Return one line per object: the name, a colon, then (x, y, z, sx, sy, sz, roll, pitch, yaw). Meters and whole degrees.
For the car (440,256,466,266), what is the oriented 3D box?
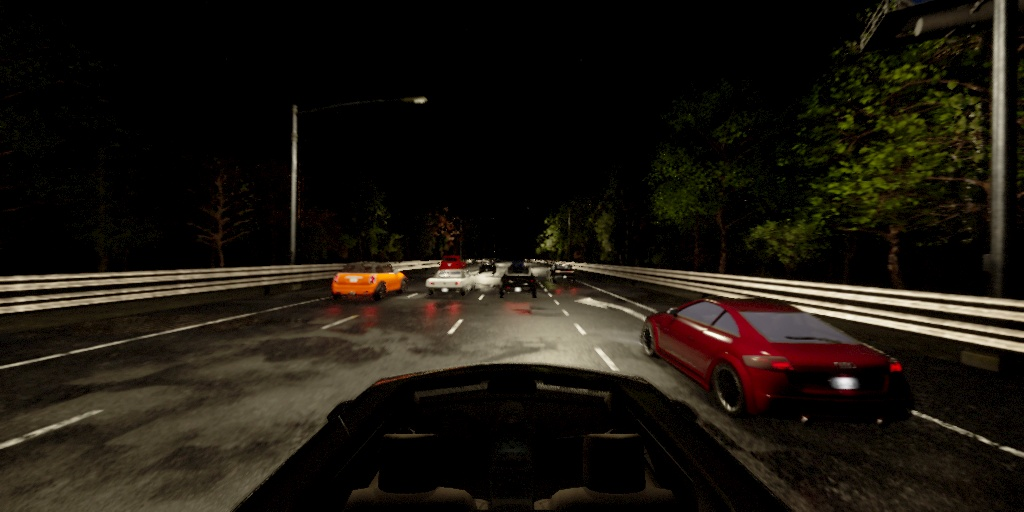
car: (-6.336, 1.023, 39.140, 2.150, 2.045, 5.566, 1, 0, 1)

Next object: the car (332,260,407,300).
car: (-6.699, 1.056, 17.410, 2.097, 1.767, 4.553, 1, 0, 1)

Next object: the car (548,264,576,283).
car: (4.024, 1.387, 29.345, 2.128, 1.511, 4.902, 1, 0, 1)

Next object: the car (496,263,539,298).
car: (0.340, 1.311, 19.099, 1.837, 1.490, 4.892, 1, 0, 1)

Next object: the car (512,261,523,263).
car: (0.748, 1.404, 45.265, 1.882, 1.535, 5.008, 1, 0, 1)

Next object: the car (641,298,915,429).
car: (3.707, 1.375, 5.969, 1.994, 1.385, 4.181, 1, 0, 1)

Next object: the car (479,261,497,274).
car: (-2.792, 1.357, 42.472, 2.128, 1.511, 4.902, 1, 0, 1)

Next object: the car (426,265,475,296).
car: (-3.157, 1.361, 19.405, 1.895, 1.301, 4.718, 1, 0, 1)
